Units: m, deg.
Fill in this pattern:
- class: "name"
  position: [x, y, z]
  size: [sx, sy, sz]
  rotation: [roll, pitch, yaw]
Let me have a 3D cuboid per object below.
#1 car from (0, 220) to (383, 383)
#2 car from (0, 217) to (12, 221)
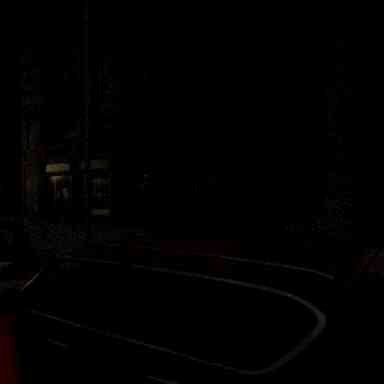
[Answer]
- class: "car"
  position: [-0.386, 1.327, 3.229]
  size: [5.009, 1.841, 2.192]
  rotation: [-1, 0, 35]
- class: "car"
  position: [-4.987, 1.378, 6.437]
  size: [5.009, 1.841, 2.192]
  rotation: [-1, 0, 35]
